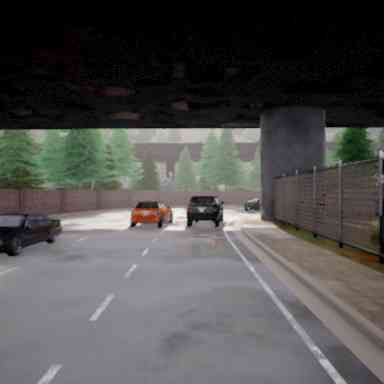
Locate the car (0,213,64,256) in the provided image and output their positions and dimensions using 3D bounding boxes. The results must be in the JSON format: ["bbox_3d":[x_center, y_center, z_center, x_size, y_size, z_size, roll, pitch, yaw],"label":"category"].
[{"bbox_3d":[-7.009,1.552,13.386,2.033,1.411,5.357,0,0,1],"label":"car"}]

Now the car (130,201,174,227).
[{"bbox_3d":[-2.624,1.360,22.764,2.097,1.767,4.553,0,0,8],"label":"car"}]

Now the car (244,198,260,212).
[{"bbox_3d":[8.109,1.520,38.607,4.892,1.490,1.837,-1,-1,-41],"label":"car"}]

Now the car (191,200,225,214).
[{"bbox_3d":[1.834,1.614,36.926,1.895,1.301,4.718,0,0,28],"label":"car"}]

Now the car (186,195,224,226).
[{"bbox_3d":[1.012,1.233,23.488,2.150,2.045,5.566,0,0,9],"label":"car"}]
